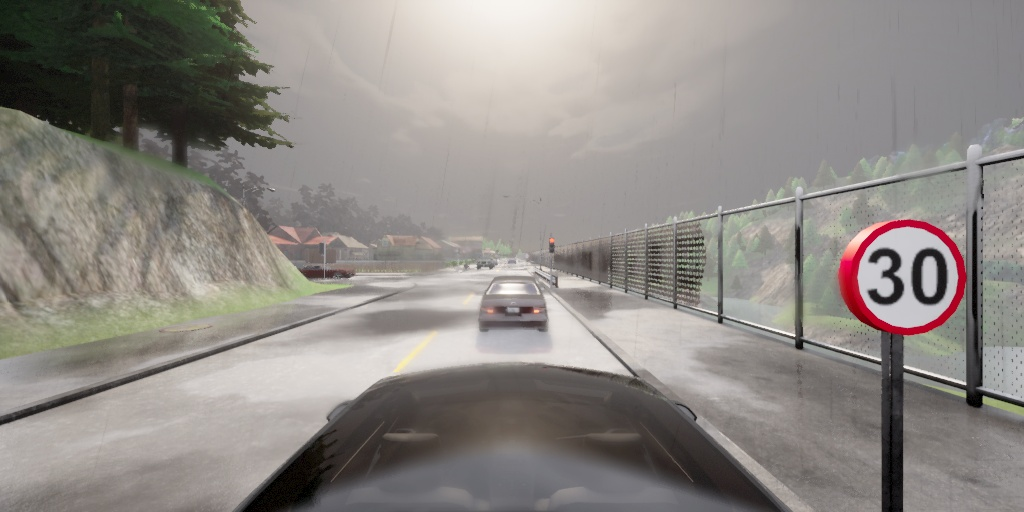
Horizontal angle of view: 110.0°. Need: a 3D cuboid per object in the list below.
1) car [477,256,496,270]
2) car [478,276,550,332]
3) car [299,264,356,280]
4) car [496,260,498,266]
[{"bbox_3d":[-4.078,0.971,54.688,2.150,2.045,5.566,0,0,0],"label":"car"},{"bbox_3d":[0.050,1.297,10.794,2.033,1.411,5.357,0,0,0],"label":"car"},{"bbox_3d":[-15.838,1.351,30.316,4.718,1.301,1.895,0,0,0],"label":"car"},{"bbox_3d":[-4.038,1.297,64.931,2.033,1.411,5.357,0,0,0],"label":"car"}]
